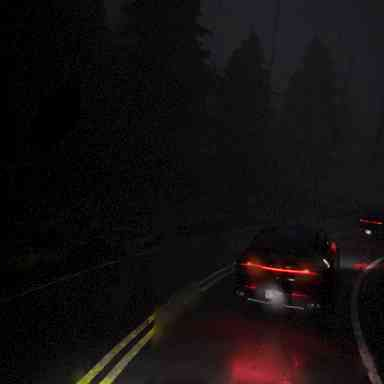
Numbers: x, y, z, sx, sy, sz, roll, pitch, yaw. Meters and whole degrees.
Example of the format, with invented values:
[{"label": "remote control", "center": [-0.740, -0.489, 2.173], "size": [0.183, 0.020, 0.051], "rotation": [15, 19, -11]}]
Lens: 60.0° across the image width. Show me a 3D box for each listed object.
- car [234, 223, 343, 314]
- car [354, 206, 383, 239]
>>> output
[{"label": "car", "center": [2.426, 1.503, 7.857], "size": [1.837, 1.490, 4.892], "rotation": [2, 1, 25]}, {"label": "car", "center": [9.477, 1.409, 15.353], "size": [4.892, 1.490, 1.837], "rotation": [-1, 5, -33]}]
